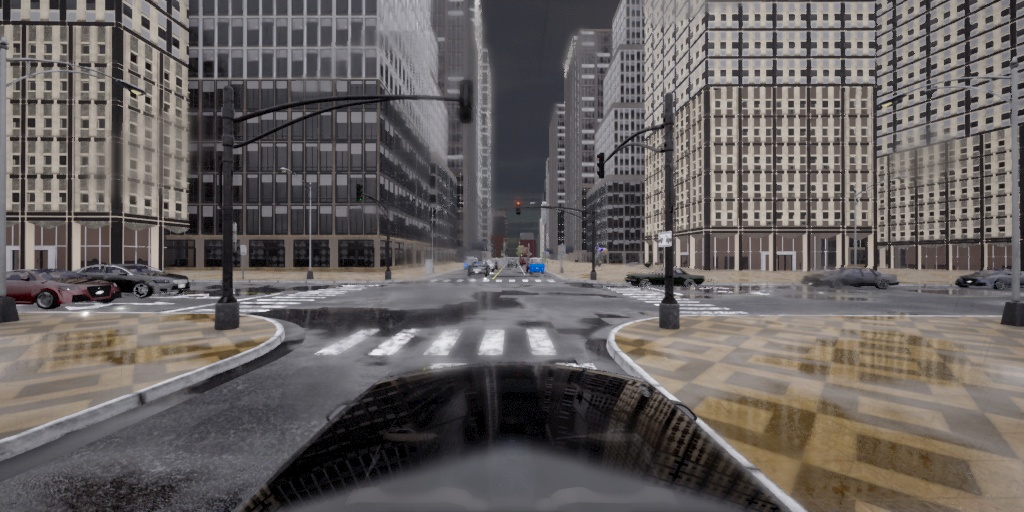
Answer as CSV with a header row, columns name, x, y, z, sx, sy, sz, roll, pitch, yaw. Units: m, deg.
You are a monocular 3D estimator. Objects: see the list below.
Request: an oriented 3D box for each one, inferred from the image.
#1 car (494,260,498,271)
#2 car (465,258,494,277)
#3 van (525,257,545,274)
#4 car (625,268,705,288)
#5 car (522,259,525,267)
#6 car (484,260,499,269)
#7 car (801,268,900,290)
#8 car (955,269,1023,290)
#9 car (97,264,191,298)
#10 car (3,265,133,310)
name,x,y,z,sx,sy,sz,roll,pitch,yaw
car,-3.191,1.275,45.816,1.812,1.442,4.674,0,0,0
car,-3.231,1.241,35.641,2.128,1.511,4.902,0,0,0
van,2.687,1.090,39.808,1.690,1.789,3.998,0,0,0
car,10.056,1.460,23.903,4.718,1.301,1.895,0,0,-1
car,2.618,1.295,45.346,1.888,1.381,4.507,0,0,0
car,-3.145,1.297,56.448,2.033,1.411,5.357,0,0,0
car,22.742,1.490,24.167,5.357,1.411,2.033,0,0,-1
car,33.063,1.571,24.400,4.181,1.385,1.994,0,0,-1
car,-17.809,1.108,16.625,4.902,1.511,2.128,0,0,-1
car,-17.424,1.169,13.382,4.181,1.385,1.994,0,0,-1
